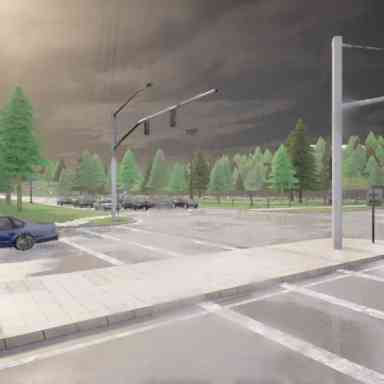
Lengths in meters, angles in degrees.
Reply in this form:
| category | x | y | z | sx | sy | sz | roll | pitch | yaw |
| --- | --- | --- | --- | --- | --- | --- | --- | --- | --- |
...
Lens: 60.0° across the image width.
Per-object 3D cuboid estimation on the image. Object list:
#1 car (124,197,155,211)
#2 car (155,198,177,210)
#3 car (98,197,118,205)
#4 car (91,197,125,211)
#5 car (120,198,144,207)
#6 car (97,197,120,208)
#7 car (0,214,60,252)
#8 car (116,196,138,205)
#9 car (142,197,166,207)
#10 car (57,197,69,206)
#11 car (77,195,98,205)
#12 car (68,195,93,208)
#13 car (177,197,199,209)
| category | x | y | z | sx | sy | sz | roll | pitch | yaw |
| --- | --- | --- | --- | --- | --- | --- | --- | --- | --- |
| car | -7.206 | 1.547 | 42.023 | 2.033 | 1.411 | 5.357 | 0 | 0 | -35 |
| car | -4.219 | 1.564 | 43.861 | 1.994 | 1.385 | 4.181 | 0 | 0 | -35 |
| car | -14.954 | 1.564 | 59.207 | 1.994 | 1.385 | 4.181 | 0 | 0 | -35 |
| car | -10.250 | 1.601 | 40.268 | 1.895 | 1.301 | 4.718 | 0 | 0 | -35 |
| car | -9.243 | 1.601 | 51.023 | 1.895 | 1.301 | 4.718 | 0 | 0 | -35 |
| car | -12.569 | 1.526 | 49.673 | 1.812 | 1.442 | 4.674 | 0 | 0 | -35 |
| car | -7.896 | 1.547 | 12.474 | 5.357 | 1.411 | 2.033 | 0 | 0 | -35 |
| car | -12.100 | 1.547 | 61.245 | 2.033 | 1.411 | 5.357 | 0 | 0 | -34 |
| car | -6.099 | 1.564 | 52.649 | 1.994 | 1.385 | 4.181 | 0 | 0 | -35 |
| car | -21.498 | 1.564 | 56.345 | 1.994 | 1.385 | 4.181 | 0 | 0 | -35 |
| car | -18.136 | 1.352 | 57.641 | 2.097 | 1.767 | 4.553 | 0 | 0 | -35 |
| car | -15.793 | 1.547 | 48.169 | 2.033 | 1.411 | 5.357 | 0 | 0 | -35 |
| car | -1.007 | 1.505 | 45.377 | 1.837 | 1.490 | 4.892 | 0 | 0 | -35 |
